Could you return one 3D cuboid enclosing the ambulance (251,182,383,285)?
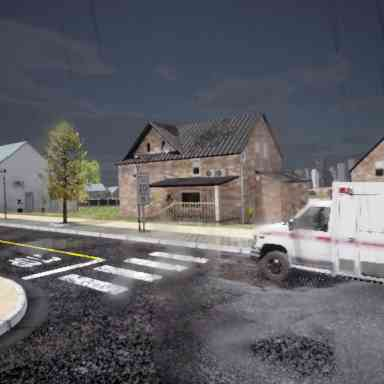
[{"bbox_3d":[4.519,1.009,7.490,6.366,2.431,2.351,1,1,37],"label":"ambulance"}]
